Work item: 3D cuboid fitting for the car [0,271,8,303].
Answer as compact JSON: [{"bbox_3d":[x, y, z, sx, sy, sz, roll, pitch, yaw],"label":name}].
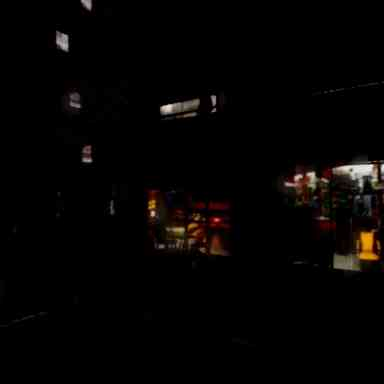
[{"bbox_3d":[-5.694,1.619,6.947,4.829,1.417,1.752,-1,0,36],"label":"car"}]
